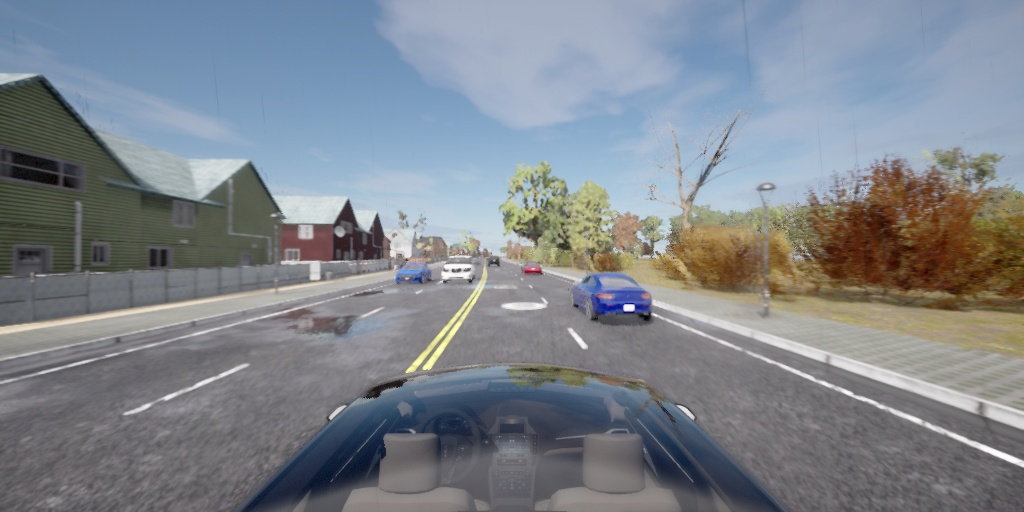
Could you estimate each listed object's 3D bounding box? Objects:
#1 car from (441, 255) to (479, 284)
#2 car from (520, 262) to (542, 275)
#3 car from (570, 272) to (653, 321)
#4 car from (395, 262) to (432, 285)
[{"bbox_3d":[-3.953,0.973,27.290,2.150,2.045,5.566,0,0,-3],"label":"car"},{"bbox_3d":[2.049,1.295,38.950,1.994,1.385,4.181,0,0,-4],"label":"car"},{"bbox_3d":[3.214,1.266,12.254,1.812,1.442,4.674,0,0,-1],"label":"car"},{"bbox_3d":[-7.183,1.237,26.635,1.882,1.535,5.008,0,0,-3],"label":"car"}]
